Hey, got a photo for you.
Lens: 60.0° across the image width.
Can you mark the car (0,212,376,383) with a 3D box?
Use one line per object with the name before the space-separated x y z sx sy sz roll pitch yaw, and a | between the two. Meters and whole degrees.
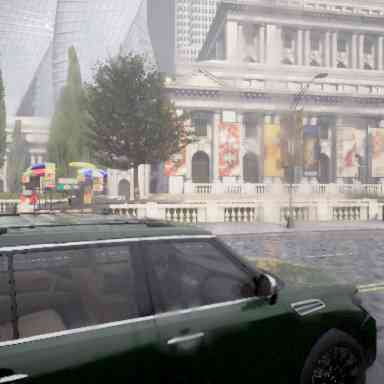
car | -0.672 1.223 3.141 5.566 2.045 2.150 0 0 -31
